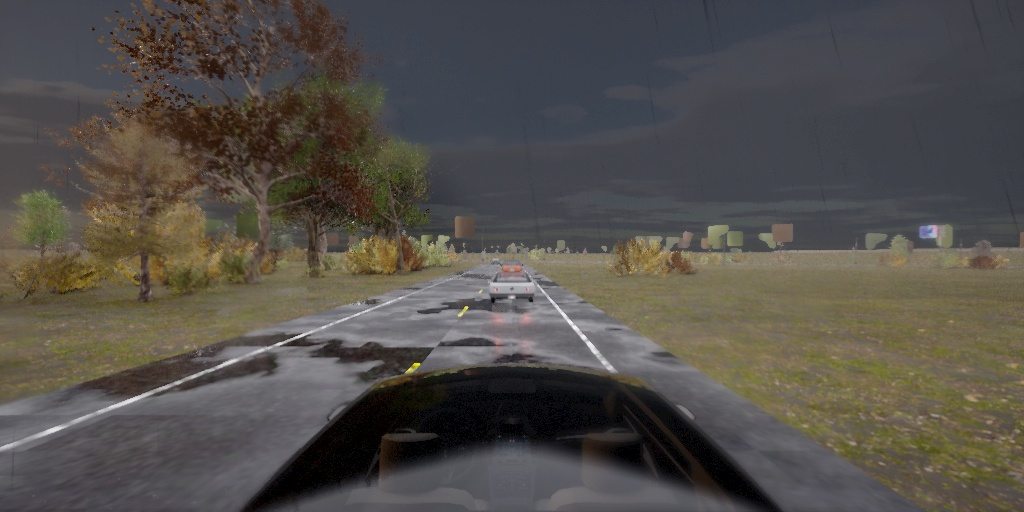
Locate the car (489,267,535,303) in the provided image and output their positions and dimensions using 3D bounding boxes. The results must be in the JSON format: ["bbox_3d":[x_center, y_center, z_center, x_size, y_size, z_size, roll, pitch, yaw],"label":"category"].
[{"bbox_3d":[0.000,1.359,16.531,1.895,1.301,4.718,0,0,0],"label":"car"}]

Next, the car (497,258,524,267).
[{"bbox_3d":[0.000,1.101,31.472,2.097,1.767,4.553,0,0,0],"label":"car"}]
